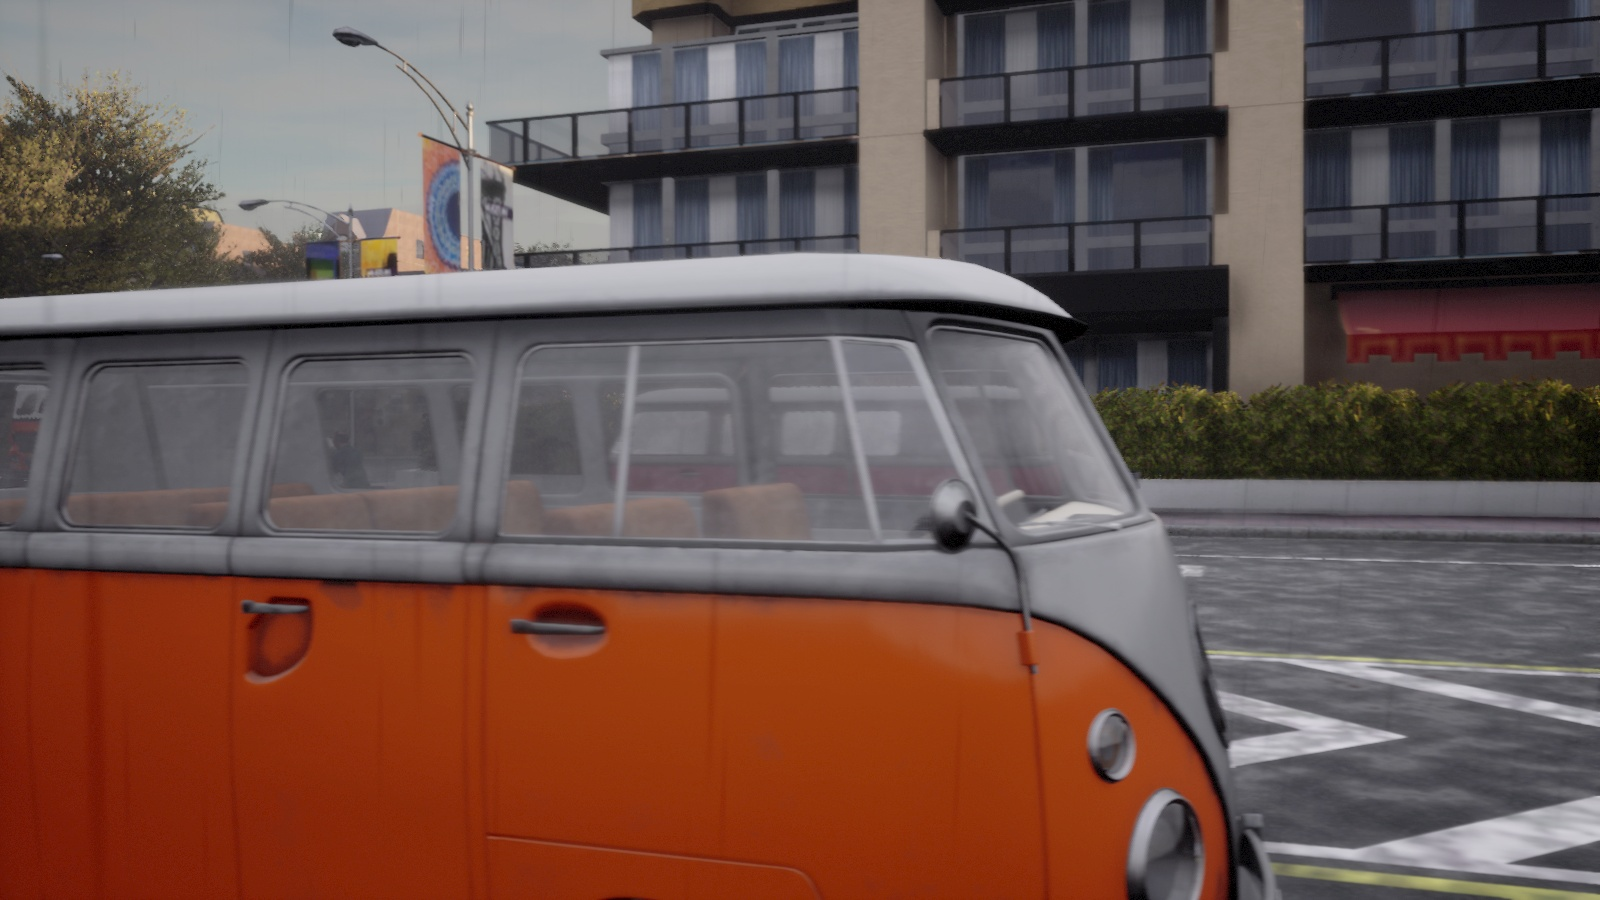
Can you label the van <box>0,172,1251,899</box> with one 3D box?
[{"bbox_3d":[-1.105,0.528,3.561,4.442,1.987,1.775,0,1,19],"label":"van"}]
